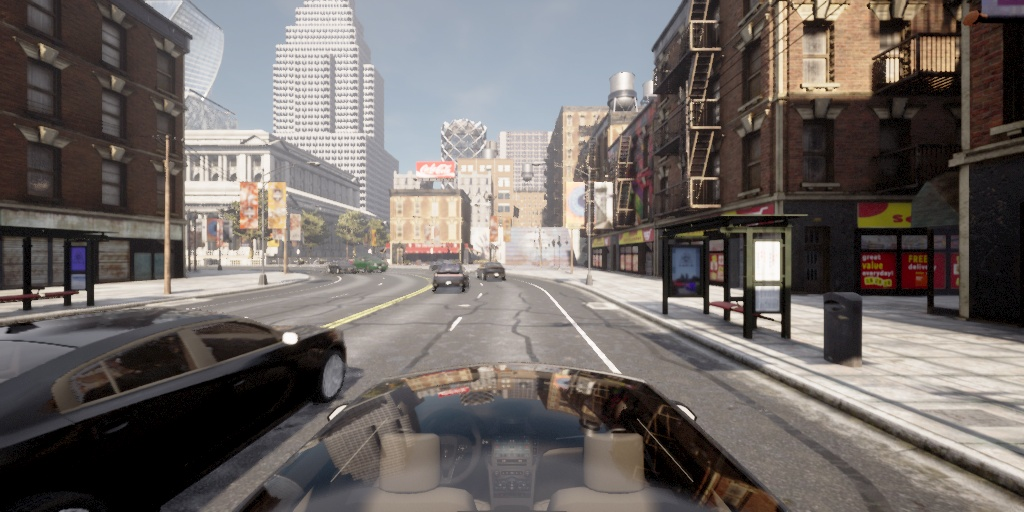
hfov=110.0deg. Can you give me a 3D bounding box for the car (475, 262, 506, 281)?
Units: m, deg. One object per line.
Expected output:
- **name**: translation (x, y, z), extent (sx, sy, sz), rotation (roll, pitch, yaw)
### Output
- **car**: translation (-1.885, 1.249, 30.465), extent (1.837, 1.490, 4.892), rotation (0, -1, -16)

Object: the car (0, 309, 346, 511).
- **car**: translation (-3.380, 1.227, 3.302), extent (1.882, 1.535, 5.008), rotation (0, 0, 0)

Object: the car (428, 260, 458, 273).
- **car**: translation (-8.383, 1.271, 43.379), extent (1.812, 1.442, 4.674), rotation (0, 0, -36)

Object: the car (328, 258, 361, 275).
- **car**: translation (-18.801, 1.253, 39.584), extent (1.837, 1.490, 4.892), rotation (1, -1, -43)

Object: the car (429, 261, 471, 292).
- **car**: translation (-3.589, 1.238, 21.507), extent (2.128, 1.511, 4.902), rotation (0, 0, -4)

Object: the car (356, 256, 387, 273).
- **car**: translation (-16.997, 0.969, 42.808), extent (2.150, 2.045, 5.566), rotation (0, 0, -45)
